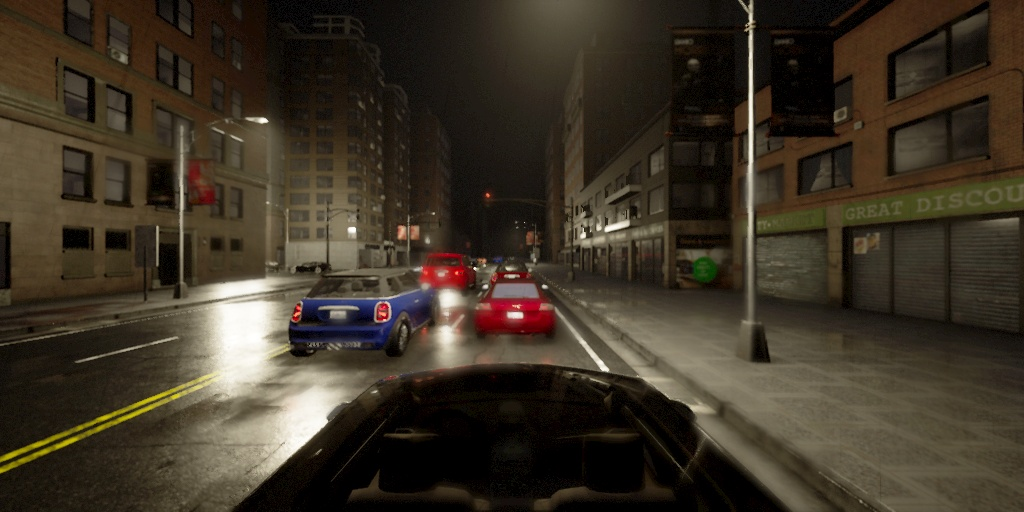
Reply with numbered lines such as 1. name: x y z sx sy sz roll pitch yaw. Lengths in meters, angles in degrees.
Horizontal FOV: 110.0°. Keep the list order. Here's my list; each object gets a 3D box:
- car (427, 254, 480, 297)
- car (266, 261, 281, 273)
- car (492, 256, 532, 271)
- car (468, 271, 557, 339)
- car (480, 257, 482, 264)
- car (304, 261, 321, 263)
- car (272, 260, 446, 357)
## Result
1. car: -3.151 0.920 18.669 2.150 2.045 5.566 0 0 0
2. car: -27.815 1.209 39.534 4.403 1.370 2.007 0 0 0
3. car: -0.001 1.050 18.633 2.097 1.767 4.553 0 0 0
4. car: 0.092 1.288 10.016 1.994 1.385 4.181 0 0 0
5. car: -6.577 1.082 58.766 2.128 1.511 4.902 0 0 0
6. car: -22.153 1.224 39.509 4.313 1.339 1.948 0 0 0
7. car: -3.147 1.081 8.629 2.097 1.767 4.553 0 0 0
